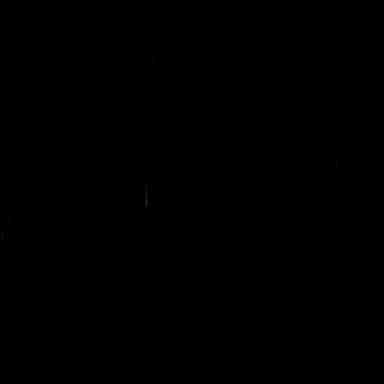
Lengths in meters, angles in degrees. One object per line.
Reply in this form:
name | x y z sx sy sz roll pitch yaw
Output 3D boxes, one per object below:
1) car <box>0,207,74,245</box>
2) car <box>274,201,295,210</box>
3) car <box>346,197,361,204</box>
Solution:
car | -7.750 1.474 15.118 1.837 1.490 4.892 -1 -1 36
car | 13.962 1.937 49.934 1.895 1.301 4.718 -1 -1 36
car | 37.656 2.022 78.265 2.097 1.767 4.553 -1 -1 36
